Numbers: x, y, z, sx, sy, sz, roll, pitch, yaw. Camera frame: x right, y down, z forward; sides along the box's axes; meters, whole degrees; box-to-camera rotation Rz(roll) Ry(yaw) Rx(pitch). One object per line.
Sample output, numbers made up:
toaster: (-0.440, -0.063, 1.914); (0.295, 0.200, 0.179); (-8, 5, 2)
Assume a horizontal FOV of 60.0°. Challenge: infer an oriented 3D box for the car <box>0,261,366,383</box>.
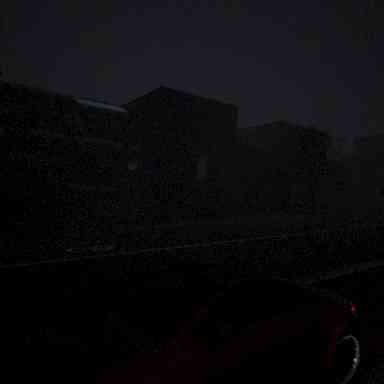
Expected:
car: (0.094, 1.570, 3.751); (4.181, 1.385, 1.994); (0, 0, -35)
